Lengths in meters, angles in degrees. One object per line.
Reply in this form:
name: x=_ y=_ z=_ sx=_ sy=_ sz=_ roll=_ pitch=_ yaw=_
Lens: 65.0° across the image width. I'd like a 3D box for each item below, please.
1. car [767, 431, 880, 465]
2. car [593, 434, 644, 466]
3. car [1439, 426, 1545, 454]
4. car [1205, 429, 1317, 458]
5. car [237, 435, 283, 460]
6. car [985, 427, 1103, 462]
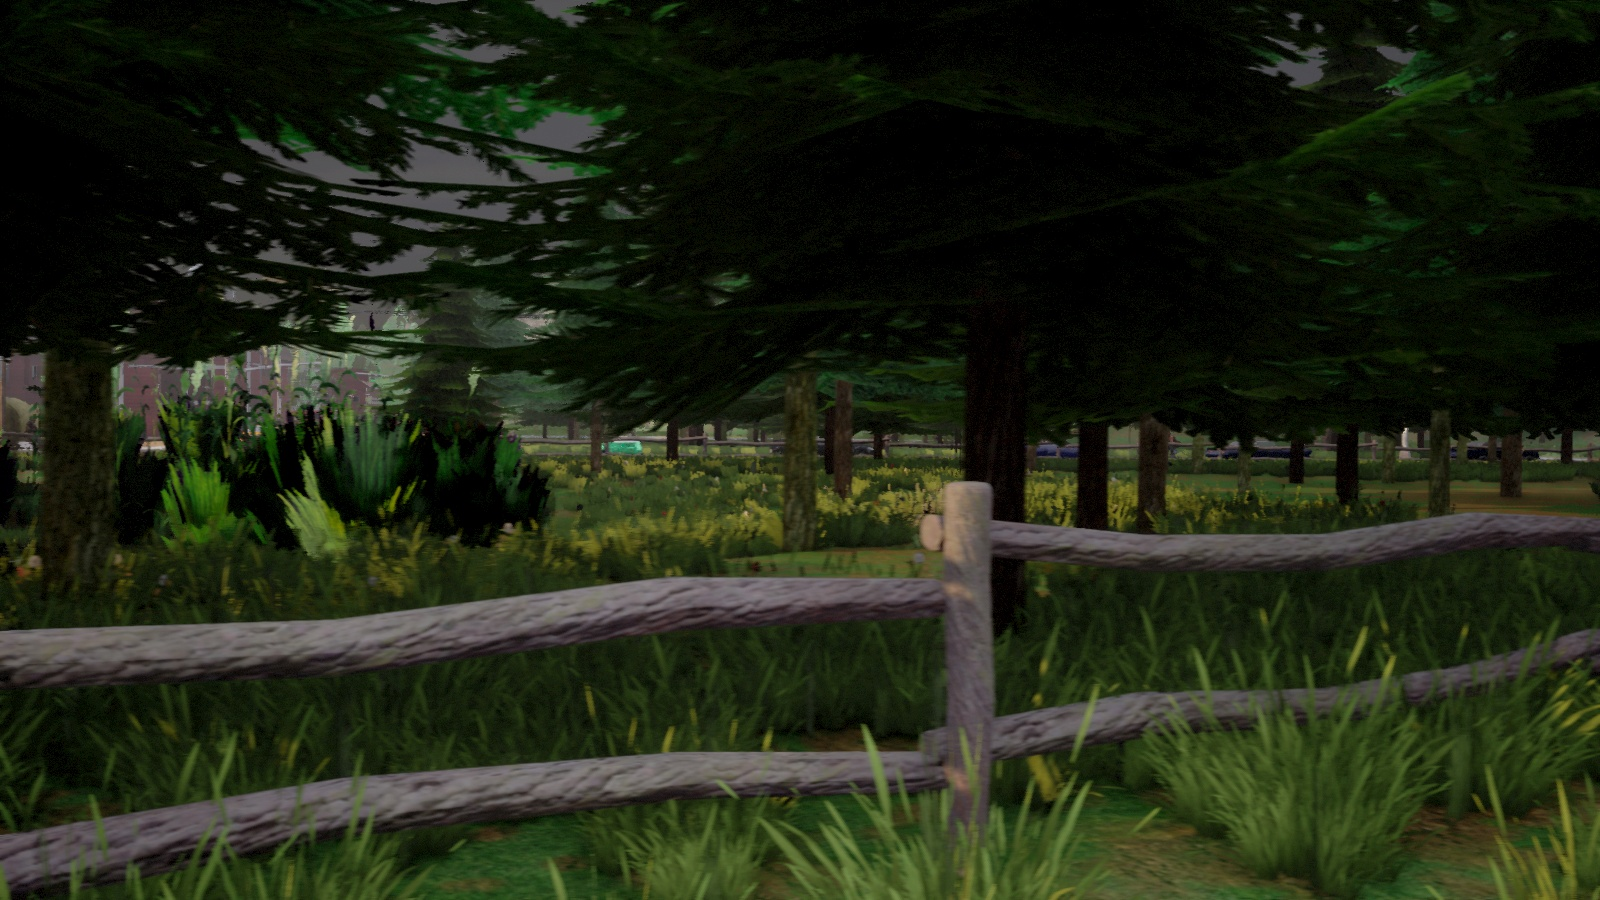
car: x=1.001 y=-0.109 z=55.107 sx=4.674 sy=1.442 sz=1.812 roll=0 pitch=1 yaw=-12
car: x=-8.222 y=-0.013 z=56.841 sx=2.207 sy=1.376 sz=1.481 roll=0 pitch=1 yaw=-11
car: x=34.433 y=-0.514 z=62.521 sx=4.718 sy=1.301 sz=1.895 roll=-1 pitch=1 yaw=-18
car: x=21.833 y=-0.328 z=59.521 sx=4.718 sy=1.301 sz=1.895 roll=-1 pitch=1 yaw=-12
car: x=-34.971 y=-0.164 z=81.483 sx=1.882 sy=1.535 sz=5.008 roll=-1 pitch=1 yaw=-13
car: x=11.114 y=-0.276 z=57.264 sx=4.792 sy=1.488 sz=2.163 roll=-1 pitch=1 yaw=-12
